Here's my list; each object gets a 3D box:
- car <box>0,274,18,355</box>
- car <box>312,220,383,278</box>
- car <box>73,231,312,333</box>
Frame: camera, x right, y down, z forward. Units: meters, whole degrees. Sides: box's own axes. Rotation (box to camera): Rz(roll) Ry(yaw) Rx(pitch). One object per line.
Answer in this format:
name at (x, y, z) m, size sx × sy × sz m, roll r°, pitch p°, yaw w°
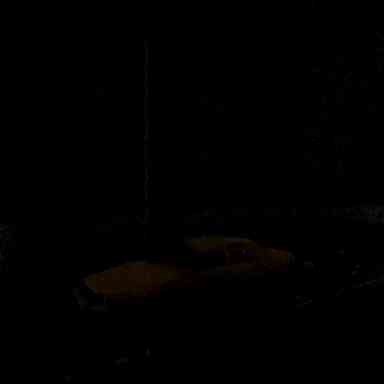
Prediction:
car at (-4.291, 1.565, 3.592) m, size 4.313 × 1.339 × 1.947 m, roll 0°, pitch 0°, yaw -35°
car at (4.897, 1.570, 10.138) m, size 4.313 × 1.339 × 1.947 m, roll 0°, pitch 0°, yaw -35°
car at (0.165, 1.527, 6.767) m, size 4.829 × 1.417 × 1.752 m, roll 0°, pitch 0°, yaw -35°
